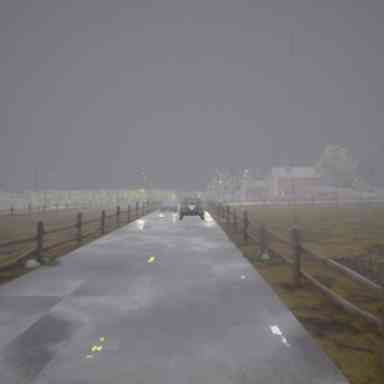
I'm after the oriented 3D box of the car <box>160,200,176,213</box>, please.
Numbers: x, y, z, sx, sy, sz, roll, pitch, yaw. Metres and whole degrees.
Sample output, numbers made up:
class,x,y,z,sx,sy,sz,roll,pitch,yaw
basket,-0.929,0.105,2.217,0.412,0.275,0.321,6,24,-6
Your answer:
class,x,y,z,sx,sy,sz,roll,pitch,yaw
car,-2.763,1.736,40.864,1.882,1.535,5.008,0,-1,0

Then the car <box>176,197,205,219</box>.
class,x,y,z,sx,sy,sz,roll,pitch,yaw
car,0.000,1.472,30.473,2.150,2.045,5.566,0,0,0

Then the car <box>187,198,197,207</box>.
class,x,y,z,sx,sy,sz,roll,pitch,yaw
car,-0.016,1.975,60.738,1.882,1.535,5.008,0,-2,0
